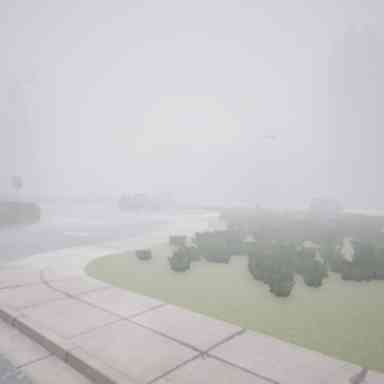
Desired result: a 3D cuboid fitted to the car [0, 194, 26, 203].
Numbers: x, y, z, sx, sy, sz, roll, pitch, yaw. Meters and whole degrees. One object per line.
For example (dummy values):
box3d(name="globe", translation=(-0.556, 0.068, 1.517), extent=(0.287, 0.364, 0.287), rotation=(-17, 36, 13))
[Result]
box3d(name="car", translation=(-23.981, 0.990, 43.134), extent=(4.892, 1.490, 1.837), rotation=(1, 0, 37))

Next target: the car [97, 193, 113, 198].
box3d(name="car", translation=(-14.939, 0.971, 58.833), extent=(1.816, 1.474, 4.193), rotation=(1, 1, 41))

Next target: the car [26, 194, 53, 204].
box3d(name="car", translation=(-22.441, 0.986, 48.314), extent=(1.784, 1.438, 3.905), rotation=(1, 1, 41))

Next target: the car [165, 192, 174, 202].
box3d(name="car", translation=(-4.360, 0.937, 50.454), extent=(1.905, 1.878, 3.866), rotation=(1, 1, 41))

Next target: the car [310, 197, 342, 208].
box3d(name="car", translation=(13.963, 1.388, 34.641), extent=(2.242, 1.667, 4.611), rotation=(1, 1, 41))

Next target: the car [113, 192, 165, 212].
box3d(name="car", translation=(-5.305, 1.039, 33.762), extent=(1.932, 1.855, 4.605), rotation=(1, 1, 41))
